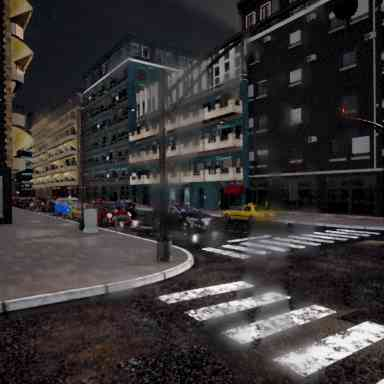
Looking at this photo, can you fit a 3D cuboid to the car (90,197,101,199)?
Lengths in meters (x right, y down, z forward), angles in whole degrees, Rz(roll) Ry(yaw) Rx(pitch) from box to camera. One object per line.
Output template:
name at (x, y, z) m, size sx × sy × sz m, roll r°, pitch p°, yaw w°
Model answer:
car at (-15.096, 1.501, 51.302) m, size 1.967 × 1.590 × 4.097 m, roll -1°, pitch 1°, yaw -35°

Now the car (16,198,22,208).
car at (-25.130, 1.769, 50.949) m, size 1.947 × 1.339 × 4.313 m, roll -1°, pitch 1°, yaw -35°

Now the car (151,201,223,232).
car at (-0.693, 1.552, 21.022) m, size 2.128 × 1.511 × 4.902 m, roll -1°, pitch 0°, yaw -39°

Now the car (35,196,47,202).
car at (-37.571, 1.727, 82.857) m, size 1.887 × 1.381 × 4.507 m, roll -1°, pitch 1°, yaw -35°

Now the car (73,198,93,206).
car at (-18.305, 1.643, 55.811) m, size 1.947 × 1.339 × 4.313 m, roll -1°, pitch 1°, yaw -35°

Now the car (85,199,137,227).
car at (-5.867, 1.553, 23.904) m, size 1.967 × 1.590 × 4.097 m, roll -1°, pitch 1°, yaw -35°

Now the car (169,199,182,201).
car at (-2.252, 1.441, 33.272) m, size 1.967 × 1.590 × 4.097 m, roll -1°, pitch 1°, yaw -35°

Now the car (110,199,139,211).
car at (-8.672, 1.581, 42.288) m, size 2.008 × 1.369 × 4.403 m, roll -1°, pitch 1°, yaw -35°

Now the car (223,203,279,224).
car at (4.072, 1.498, 24.397) m, size 1.752 × 1.417 × 4.829 m, roll -1°, pitch 1°, yaw -35°

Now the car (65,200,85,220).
car at (-8.977, 1.652, 28.273) m, size 1.752 × 1.417 × 4.829 m, roll -1°, pitch 1°, yaw -35°

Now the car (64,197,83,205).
car at (-21.516, 1.645, 60.318) m, size 2.008 × 1.369 × 4.403 m, roll -1°, pitch 1°, yaw -35°

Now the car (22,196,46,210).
car at (-21.921, 1.628, 46.441) m, size 1.967 × 1.590 × 4.097 m, roll -1°, pitch 1°, yaw -35°

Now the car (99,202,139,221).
car at (-6.484, 1.650, 29.243) m, size 1.994 × 1.385 × 4.181 m, roll -1°, pitch 0°, yaw -35°

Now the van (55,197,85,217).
van at (-12.290, 1.483, 32.917) m, size 1.690 × 1.788 × 3.998 m, roll -1°, pitch 1°, yaw -35°

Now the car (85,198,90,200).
car at (-14.542, 1.475, 40.581) m, size 2.097 × 1.767 × 4.553 m, roll -1°, pitch 0°, yaw -35°

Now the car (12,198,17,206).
car at (-31.552, 1.782, 59.965) m, size 1.887 × 1.381 × 4.507 m, roll -1°, pitch 1°, yaw -35°
